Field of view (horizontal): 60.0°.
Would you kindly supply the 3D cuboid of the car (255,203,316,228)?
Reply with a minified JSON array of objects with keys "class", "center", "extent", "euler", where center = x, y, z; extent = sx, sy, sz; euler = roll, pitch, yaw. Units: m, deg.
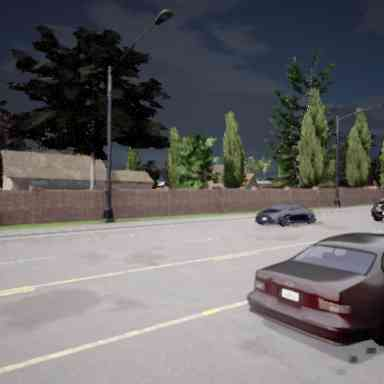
[{"class":"car","center":[5.976,1.413,21.149],"extent":[4.181,1.385,1.994],"euler":[-1,0,-35]}]

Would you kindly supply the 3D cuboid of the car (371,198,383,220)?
[{"class":"car","center":[14.737,0.997,23.100],"extent":[5.566,2.045,2.150],"euler":[-1,0,-35]}]

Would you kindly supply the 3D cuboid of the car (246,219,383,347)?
[{"class":"car","center":[3.443,1.492,6.203],"extent":[5.357,1.411,2.033],"euler":[-1,0,-35]}]
